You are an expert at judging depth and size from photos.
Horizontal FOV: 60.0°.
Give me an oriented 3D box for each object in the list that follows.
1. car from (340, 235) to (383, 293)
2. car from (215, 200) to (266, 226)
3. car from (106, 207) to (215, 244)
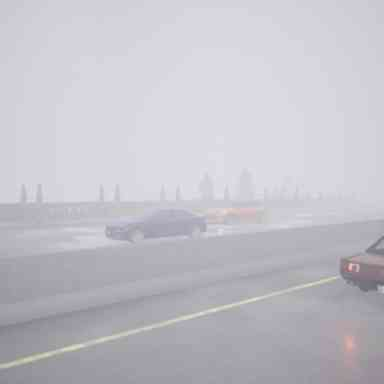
[{"bbox_3d":[5.550,1.601,7.708,4.718,1.301,1.895,0,0,-36],"label":"car"},{"bbox_3d":[3.071,1.357,23.424,4.553,1.767,2.097,0,0,-36],"label":"car"},{"bbox_3d":[-1.567,1.477,15.780,5.008,1.535,1.882,0,0,-36],"label":"car"}]
